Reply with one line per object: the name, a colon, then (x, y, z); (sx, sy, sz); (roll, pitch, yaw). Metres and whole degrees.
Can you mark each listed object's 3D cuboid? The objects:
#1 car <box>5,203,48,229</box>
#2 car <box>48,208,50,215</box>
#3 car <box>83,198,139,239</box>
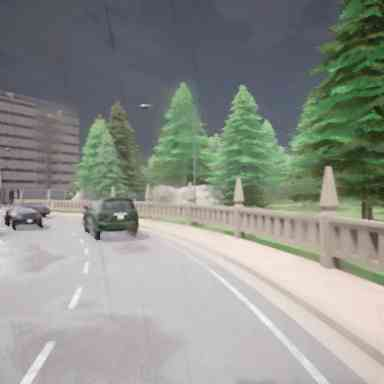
car: (-11.716, 1.708, 23.110); (1.812, 1.442, 4.674); (0, 0, -36)
car: (-15.993, 1.799, 32.636); (5.357, 1.411, 2.033); (-1, 0, 38)
car: (-4.562, 1.320, 18.242); (2.150, 2.045, 5.566); (0, 0, -26)
